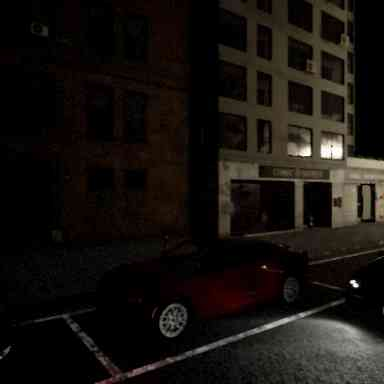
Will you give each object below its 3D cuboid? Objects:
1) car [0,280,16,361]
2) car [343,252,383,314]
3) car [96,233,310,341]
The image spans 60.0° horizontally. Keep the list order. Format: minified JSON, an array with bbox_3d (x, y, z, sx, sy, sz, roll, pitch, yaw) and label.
[{"bbox_3d":[-4.193,1.551,3.198,4.403,1.369,2.008,0,0,-36],"label":"car"},{"bbox_3d":[5.382,1.543,6.849,5.357,1.411,2.033,0,0,-35],"label":"car"},{"bbox_3d":[0.432,1.542,6.498,4.507,1.381,1.887,0,0,-36],"label":"car"}]
